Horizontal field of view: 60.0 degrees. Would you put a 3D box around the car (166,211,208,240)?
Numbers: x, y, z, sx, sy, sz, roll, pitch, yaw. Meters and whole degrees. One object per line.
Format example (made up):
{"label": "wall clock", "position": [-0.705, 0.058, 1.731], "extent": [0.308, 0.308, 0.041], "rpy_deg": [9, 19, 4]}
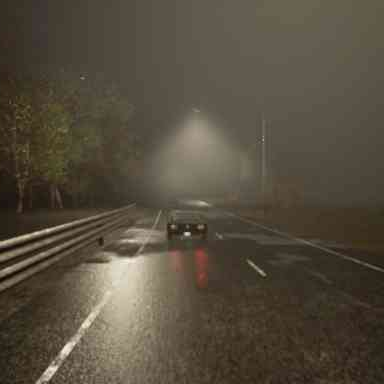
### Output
{"label": "car", "position": [-0.361, 1.601, 17.172], "extent": [1.895, 1.301, 4.718], "rpy_deg": [0, 0, -4]}

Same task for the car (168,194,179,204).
{"label": "car", "position": [-3.447, 1.535, 61.327], "extent": [2.033, 1.411, 5.357], "rpy_deg": [0, 0, -4]}
